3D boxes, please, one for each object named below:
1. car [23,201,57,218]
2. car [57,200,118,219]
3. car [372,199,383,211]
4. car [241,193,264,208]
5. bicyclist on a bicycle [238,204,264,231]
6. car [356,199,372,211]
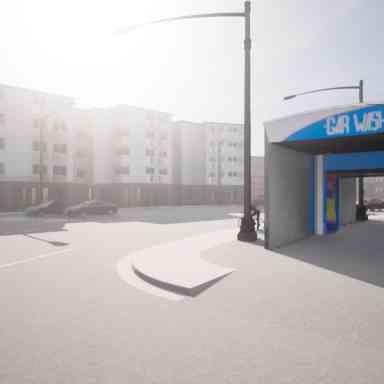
[{"bbox_3d":[-12.652,1.525,29.996,1.812,1.442,4.674,0,0,38],"label":"car"},{"bbox_3d":[-8.820,1.505,29.214,1.837,1.490,4.892,-1,-1,41],"label":"car"},{"bbox_3d":[22.009,1.526,39.913,4.674,1.442,1.812,0,0,-18],"label":"car"},{"bbox_3d":[9.707,1.223,46.964,5.566,2.045,2.150,0,0,-22],"label":"car"},{"bbox_3d":[3.233,1.301,18.267,1.656,1.620,0.582,0,0,38],"label":"bicyclist on a bicycle"},{"bbox_3d":[15.684,1.601,34.084,4.718,1.301,1.895,0,0,-22],"label":"car"}]
